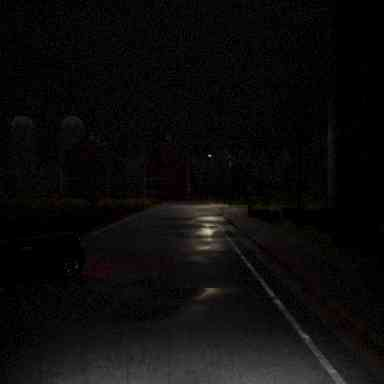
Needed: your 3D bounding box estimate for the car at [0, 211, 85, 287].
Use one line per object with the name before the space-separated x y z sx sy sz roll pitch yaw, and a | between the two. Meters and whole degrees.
car | -4.897 1.345 7.757 2.097 1.767 4.553 0 0 37
